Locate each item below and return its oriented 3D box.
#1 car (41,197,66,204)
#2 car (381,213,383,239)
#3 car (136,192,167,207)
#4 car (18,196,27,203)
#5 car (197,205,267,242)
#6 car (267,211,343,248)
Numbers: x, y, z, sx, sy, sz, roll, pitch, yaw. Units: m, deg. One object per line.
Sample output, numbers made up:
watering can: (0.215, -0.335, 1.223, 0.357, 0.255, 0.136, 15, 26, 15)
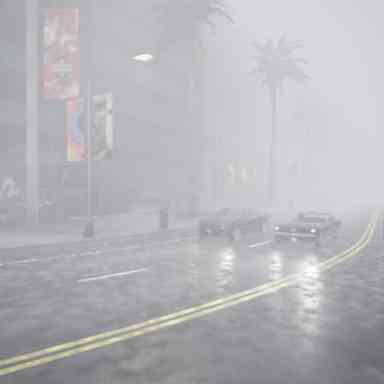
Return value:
car: (-21.790, 1.438, 53.606, 1.895, 1.301, 4.718, 0, 0, 30)
car: (10.393, 1.438, 16.106, 1.837, 1.490, 4.892, 0, 0, 33)
car: (-5.414, 0.962, 44.963, 2.435, 2.045, 5.566, 0, 0, 30)
car: (-31.586, 1.411, 59.834, 2.161, 1.482, 4.786, 0, 0, 30)
car: (2.185, 1.439, 16.573, 1.882, 1.535, 5.008, 0, 0, 36)
car: (5.293, 1.554, 14.921, 1.895, 1.301, 4.718, 0, 0, 35)
